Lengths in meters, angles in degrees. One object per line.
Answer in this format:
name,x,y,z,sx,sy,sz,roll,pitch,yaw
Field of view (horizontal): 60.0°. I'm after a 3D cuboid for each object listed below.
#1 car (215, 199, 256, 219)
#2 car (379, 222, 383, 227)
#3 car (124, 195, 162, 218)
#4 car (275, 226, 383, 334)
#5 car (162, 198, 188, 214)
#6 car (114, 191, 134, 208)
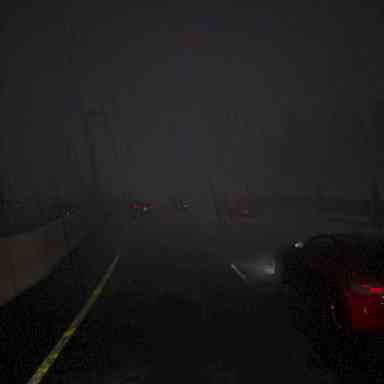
car,3.352,1.266,26.607,1.882,1.535,5.008,0,0,-14
car,6.612,1.147,7.561,2.150,2.045,5.566,0,0,-5
car,-4.151,1.303,27.533,2.163,1.488,4.792,0,0,-15
car,3.152,1.504,6.686,1.994,1.385,4.181,0,0,-4
car,-1.912,1.304,32.546,2.033,1.411,5.357,0,0,-17
car,-8.415,0.926,41.585,2.150,2.045,5.566,0,1,-18
